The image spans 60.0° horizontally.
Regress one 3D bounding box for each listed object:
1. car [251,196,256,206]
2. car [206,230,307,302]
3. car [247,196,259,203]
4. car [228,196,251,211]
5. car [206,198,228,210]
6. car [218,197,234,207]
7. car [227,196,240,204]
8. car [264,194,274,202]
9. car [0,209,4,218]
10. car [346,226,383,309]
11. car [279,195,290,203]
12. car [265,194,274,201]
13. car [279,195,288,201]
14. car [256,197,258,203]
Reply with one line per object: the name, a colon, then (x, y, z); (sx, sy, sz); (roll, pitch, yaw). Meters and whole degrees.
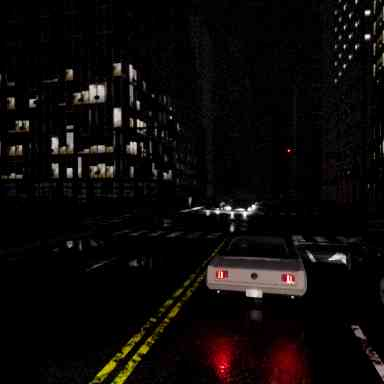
car: (8.014, 1.460, 49.733); (2.128, 1.511, 4.902); (0, 0, 13)
car: (1.702, 1.597, 8.344); (1.895, 1.301, 4.718); (0, 0, 14)
car: (12.823, 1.485, 69.733); (2.033, 1.411, 5.357); (0, 0, 13)
car: (5.894, 1.503, 40.731); (1.812, 1.442, 4.674); (0, 0, 13)
car: (3.125, 1.524, 43.174); (2.033, 1.411, 5.357); (0, 0, 13)
car: (5.455, 1.567, 53.040); (1.895, 1.301, 4.718); (0, 0, 13)
car: (7.886, 1.460, 63.169); (1.837, 1.490, 4.892); (0, 0, 14)
car: (16.419, 1.530, 70.821); (1.895, 1.301, 4.718); (0, 0, 13)
car: (-17.326, 1.435, 26.673); (4.313, 1.339, 1.947); (1, 1, 14)
car: (4.832, 1.501, 7.441); (1.837, 1.490, 4.892); (0, 0, 13)
car: (19.480, 1.474, 69.640); (2.033, 1.411, 5.357); (0, 0, 13)
car: (18.704, 1.286, 80.525); (2.128, 1.511, 4.902); (0, 0, 13)
car: (21.874, 1.355, 79.809); (1.895, 1.301, 4.718); (0, 0, 13)
car: (10.352, 1.559, 59.539); (1.895, 1.301, 4.718); (0, 0, 14)
